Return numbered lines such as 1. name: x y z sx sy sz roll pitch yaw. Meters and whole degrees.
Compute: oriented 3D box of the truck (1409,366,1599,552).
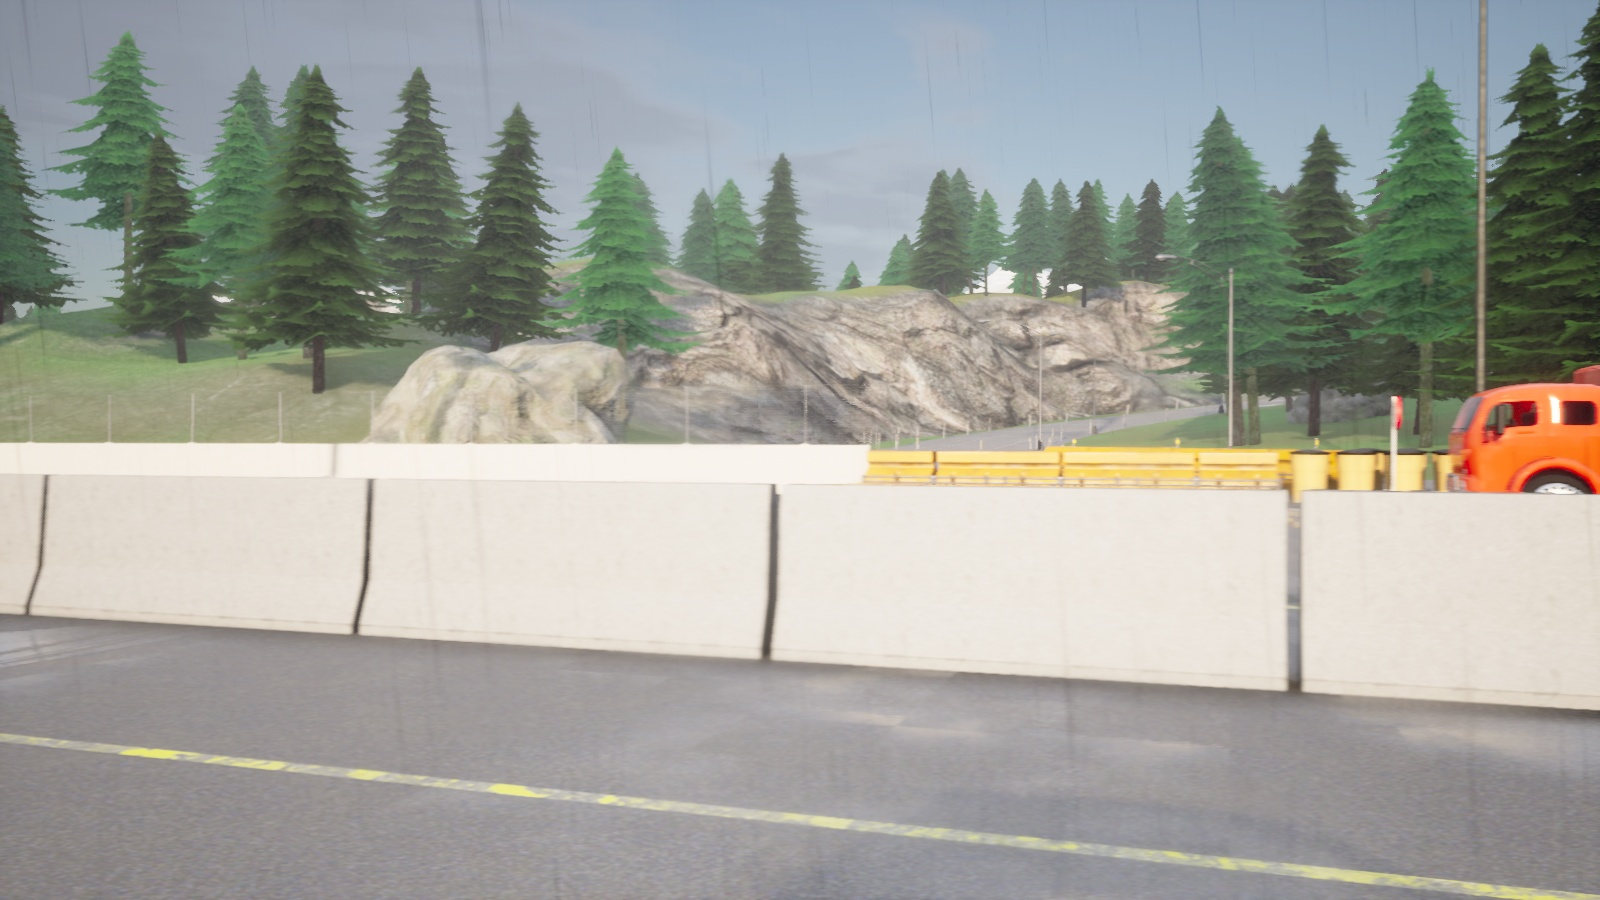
1. truck: 11.670 0.112 17.722 5.204 2.467 2.627 1 1 19
